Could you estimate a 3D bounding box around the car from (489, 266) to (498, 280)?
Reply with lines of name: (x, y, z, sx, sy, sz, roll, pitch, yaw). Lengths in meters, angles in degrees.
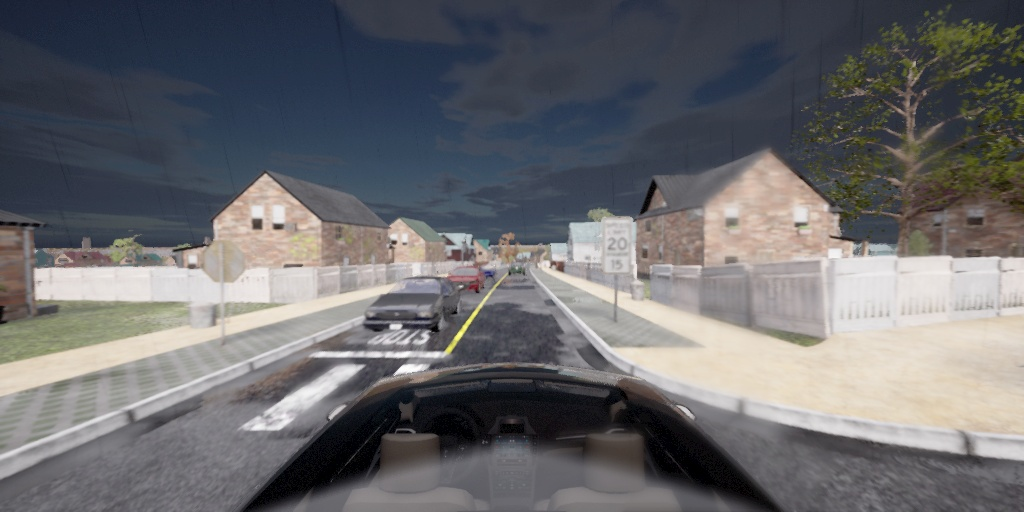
car: (-2.457, 1.590, 34.648, 1.895, 1.301, 4.718, 0, 0, 2)

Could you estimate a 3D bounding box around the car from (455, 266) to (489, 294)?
car: (-2.693, 1.353, 21.609, 1.882, 1.535, 5.008, 0, 0, 1)

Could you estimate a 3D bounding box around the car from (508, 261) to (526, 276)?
car: (0.604, 1.440, 43.786, 2.097, 1.767, 4.553, 0, -1, 2)

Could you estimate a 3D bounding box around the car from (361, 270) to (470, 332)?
car: (-2.798, 1.351, 11.363, 2.033, 1.411, 5.357, 0, 0, 1)
